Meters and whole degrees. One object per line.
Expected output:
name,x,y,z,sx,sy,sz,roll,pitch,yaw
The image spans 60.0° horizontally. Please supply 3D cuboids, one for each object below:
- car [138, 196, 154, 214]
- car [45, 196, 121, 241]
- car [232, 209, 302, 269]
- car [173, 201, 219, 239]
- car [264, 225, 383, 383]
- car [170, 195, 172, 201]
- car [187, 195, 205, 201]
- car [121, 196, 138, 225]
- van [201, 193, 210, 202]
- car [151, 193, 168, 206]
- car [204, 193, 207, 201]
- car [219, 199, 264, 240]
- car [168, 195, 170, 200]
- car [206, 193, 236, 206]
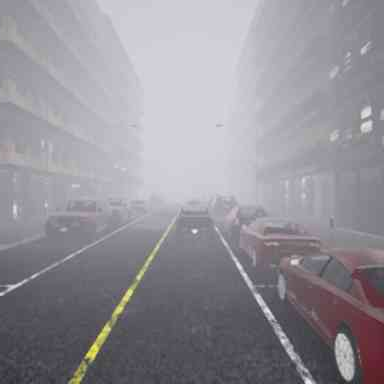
car,-5.252,1.386,32.815,1.947,1.339,4.313,1,0,0
car,-5.269,1.220,16.221,2.192,1.841,5.009,1,0,0
car,2.598,1.481,10.619,1.887,1.381,4.507,1,0,0
car,0.124,1.407,16.660,1.837,1.490,4.892,0,0,0
car,2.590,1.513,5.089,1.887,1.381,4.507,1,0,0
car,-5.198,1.271,71.529,1.802,1.307,4.206,1,0,0
car,0.151,1.337,34.640,1.812,1.442,4.674,0,0,0
car,-5.261,1.191,21.751,2.192,1.841,5.009,1,0,0
van,2.646,1.043,65.931,1.690,1.788,3.998,1,0,0
car,-5.223,1.067,49.403,2.192,1.841,5.009,1,0,0
car,2.605,1.236,38.275,1.967,1.590,4.097,1,0,0
car,2.616,1.346,16.150,1.967,1.590,4.097,1,0,0
car,-5.220,1.278,54.935,1.887,1.381,4.507,1,0,0
car,2.593,1.162,27.211,2.192,1.841,5.009,1,0,0
